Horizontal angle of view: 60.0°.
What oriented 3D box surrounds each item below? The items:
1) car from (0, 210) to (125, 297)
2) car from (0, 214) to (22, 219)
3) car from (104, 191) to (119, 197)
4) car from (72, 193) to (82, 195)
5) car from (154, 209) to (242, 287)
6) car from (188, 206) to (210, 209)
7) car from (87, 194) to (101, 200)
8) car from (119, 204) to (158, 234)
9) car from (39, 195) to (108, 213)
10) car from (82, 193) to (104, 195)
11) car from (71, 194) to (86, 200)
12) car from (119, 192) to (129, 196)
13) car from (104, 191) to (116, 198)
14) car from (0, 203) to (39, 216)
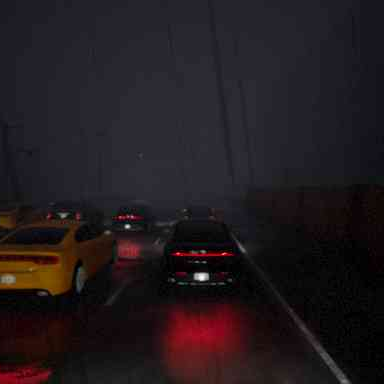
[{"bbox_3d":[-3.278,1.440,8.511,1.882,1.535,5.008,0,0,1],"label":"car"},{"bbox_3d":[-6.768,1.523,8.976,1.994,1.385,4.181,0,0,1],"label":"car"},{"bbox_3d":[-19.596,0.785,78.221,2.150,2.045,5.566,0,1,1],"label":"car"},{"bbox_3d":[-23.371,1.034,67.076,2.097,1.767,4.553,0,0,1],"label":"car"},{"bbox_3d":[0.234,1.465,9.215,1.837,1.490,4.892,0,0,1],"label":"car"},{"bbox_3d":[0.403,1.478,19.432,1.994,1.385,4.181,0,0,1],"label":"car"},{"bbox_3d":[-23.095,1.112,78.275,1.994,1.385,4.181,0,1,1],"label":"car"},{"bbox_3d":[-3.108,1.423,18.586,1.837,1.490,4.892,0,0,1],"label":"car"},{"bbox_3d":[-6.601,1.266,19.295,2.097,1.767,4.553,0,0,1],"label":"car"},{"bbox_3d":[-19.871,1.035,66.999,2.097,1.767,4.553,0,0,1],"label":"car"},{"bbox_3d":[-26.599,1.113,78.192,1.994,1.385,4.181,0,1,1],"label":"car"},{"bbox_3d":[-19.221,0.677,93.286,2.097,1.767,4.553,0,1,1],"label":"car"},{"bbox_3d":[-22.744,0.697,92.373,2.097,1.767,4.553,0,1,1],"label":"car"},{"bbox_3d":[-10.101,1.391,19.325,1.882,1.535,5.008,0,0,1],"label":"car"}]
